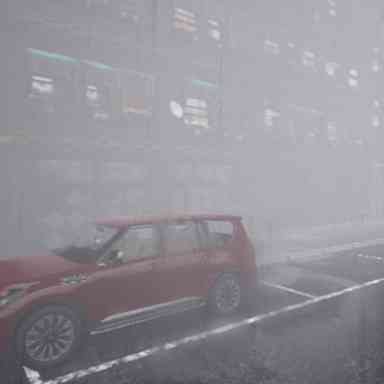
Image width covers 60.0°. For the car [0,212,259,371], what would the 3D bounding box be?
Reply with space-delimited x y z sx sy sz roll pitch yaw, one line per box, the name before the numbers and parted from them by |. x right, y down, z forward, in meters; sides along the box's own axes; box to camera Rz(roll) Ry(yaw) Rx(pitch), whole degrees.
car | -1.008 1.319 5.860 5.009 1.841 2.192 0 -1 -36
